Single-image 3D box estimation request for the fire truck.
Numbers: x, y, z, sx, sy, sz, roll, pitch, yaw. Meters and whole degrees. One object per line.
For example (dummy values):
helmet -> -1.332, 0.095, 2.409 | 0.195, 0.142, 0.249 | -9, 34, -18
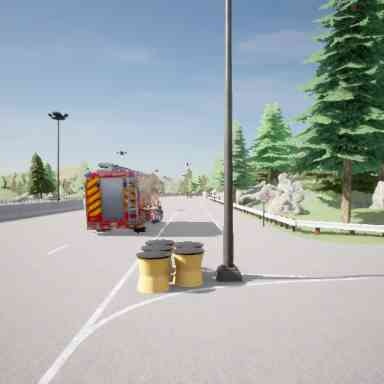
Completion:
fire truck -> -3.904, 0.367, 21.207 | 2.891, 3.827, 8.468 | -3, 0, 2
